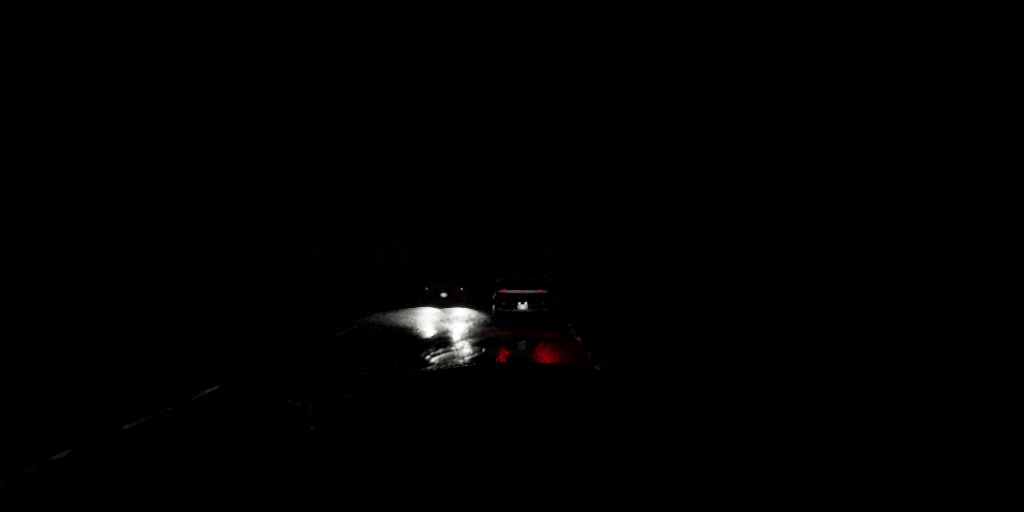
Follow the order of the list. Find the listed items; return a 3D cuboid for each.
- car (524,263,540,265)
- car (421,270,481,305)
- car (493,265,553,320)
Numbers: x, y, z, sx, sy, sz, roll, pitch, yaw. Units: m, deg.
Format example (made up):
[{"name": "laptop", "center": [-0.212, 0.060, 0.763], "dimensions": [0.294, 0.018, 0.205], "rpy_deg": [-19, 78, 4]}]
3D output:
[{"name": "car", "center": [1.768, 1.283, 31.476], "dimensions": [2.033, 1.411, 5.357], "rpy_deg": [0, 0, 6]}, {"name": "car", "center": [-2.541, 1.305, 15.801], "dimensions": [1.994, 1.385, 4.181], "rpy_deg": [0, 0, 3]}, {"name": "car", "center": [0.391, 1.238, 12.653], "dimensions": [2.128, 1.511, 4.902], "rpy_deg": [0, 0, 2]}]
